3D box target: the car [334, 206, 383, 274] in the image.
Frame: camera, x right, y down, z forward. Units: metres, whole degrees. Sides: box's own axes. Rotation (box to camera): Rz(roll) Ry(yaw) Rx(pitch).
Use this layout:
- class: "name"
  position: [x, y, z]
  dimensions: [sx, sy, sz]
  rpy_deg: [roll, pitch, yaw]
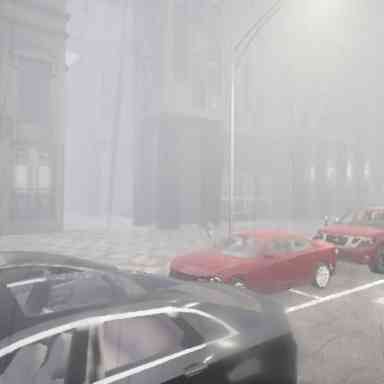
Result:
- class: "car"
  position: [6.137, 1.404, 11.037]
  dimensions: [5.009, 1.841, 2.192]
  rpy_deg: [1, 0, -36]

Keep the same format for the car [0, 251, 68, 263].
- class: "car"
  position: [-3.035, 1.566, 4.480]
  dimensions: [4.313, 1.339, 1.947]
  rpy_deg: [1, 0, -36]

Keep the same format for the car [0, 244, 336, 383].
- class: "car"
  position: [-1.245, 1.494, 2.490]
  dimensions: [4.902, 1.511, 2.128]
  rpy_deg: [1, 0, -36]

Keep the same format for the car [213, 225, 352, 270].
- class: "car"
  position: [1.550, 1.589, 7.758]
  dimensions: [4.507, 1.381, 1.887]
  rpy_deg: [1, 0, -36]
